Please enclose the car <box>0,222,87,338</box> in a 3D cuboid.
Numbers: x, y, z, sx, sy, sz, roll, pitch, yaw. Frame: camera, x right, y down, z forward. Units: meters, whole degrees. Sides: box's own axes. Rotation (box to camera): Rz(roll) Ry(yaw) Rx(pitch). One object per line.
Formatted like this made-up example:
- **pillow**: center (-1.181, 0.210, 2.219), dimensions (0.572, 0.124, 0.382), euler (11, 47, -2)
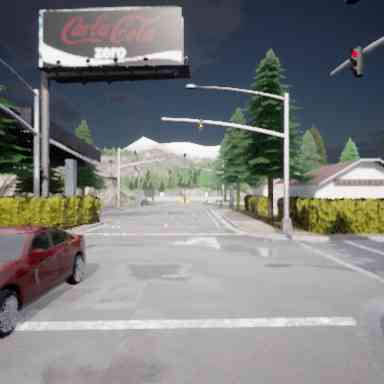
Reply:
- **car**: center (-3.753, 1.454, 6.825), dimensions (1.882, 1.535, 5.008), euler (0, -1, 1)
